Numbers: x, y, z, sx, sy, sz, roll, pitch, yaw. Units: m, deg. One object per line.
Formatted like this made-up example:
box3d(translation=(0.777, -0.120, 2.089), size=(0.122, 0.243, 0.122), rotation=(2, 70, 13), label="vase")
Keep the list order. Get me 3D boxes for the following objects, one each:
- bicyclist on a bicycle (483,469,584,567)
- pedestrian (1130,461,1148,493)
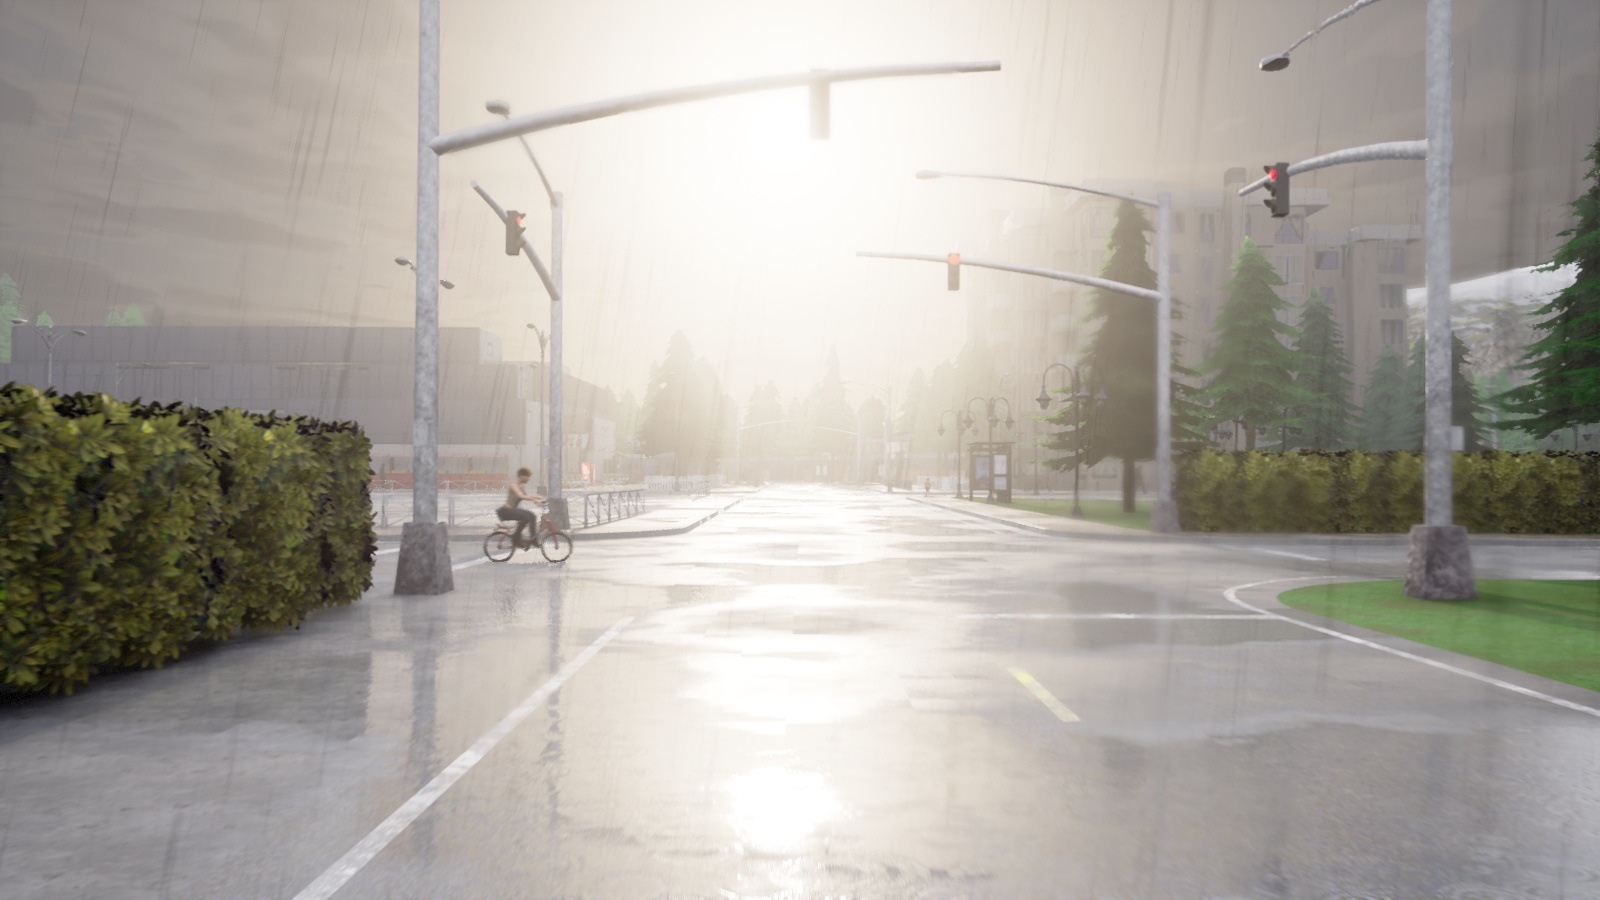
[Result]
box3d(translation=(-4.459, 1.123, 21.070), size=(1.509, 1.612, 0.866), rotation=(0, -1, 0), label="bicyclist on a bicycle")
box3d(translation=(19.841, 1.590, 73.502), size=(0.899, 1.844, 0.634), rotation=(0, -1, -2), label="pedestrian")
